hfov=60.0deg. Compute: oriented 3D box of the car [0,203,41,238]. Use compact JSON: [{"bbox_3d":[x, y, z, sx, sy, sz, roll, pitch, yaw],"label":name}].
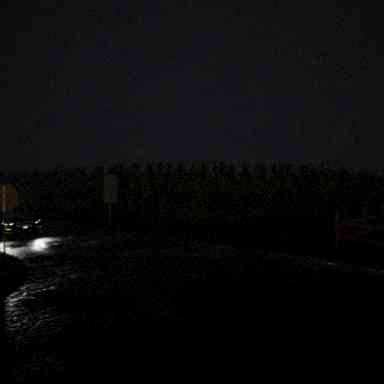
[{"bbox_3d":[-9.117,1.271,16.226,4.892,1.490,1.837,1,1,42],"label":"car"}]
